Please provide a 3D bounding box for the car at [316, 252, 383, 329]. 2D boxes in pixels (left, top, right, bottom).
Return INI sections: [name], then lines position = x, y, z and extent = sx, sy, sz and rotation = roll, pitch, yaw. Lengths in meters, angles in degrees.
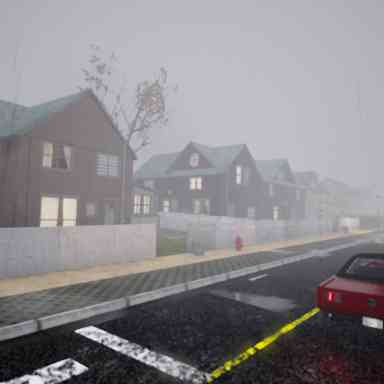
[car]
position = 4.393, 1.985, 7.200
extent = 1.895, 1.301, 4.718
rotation = -1, -4, 39
